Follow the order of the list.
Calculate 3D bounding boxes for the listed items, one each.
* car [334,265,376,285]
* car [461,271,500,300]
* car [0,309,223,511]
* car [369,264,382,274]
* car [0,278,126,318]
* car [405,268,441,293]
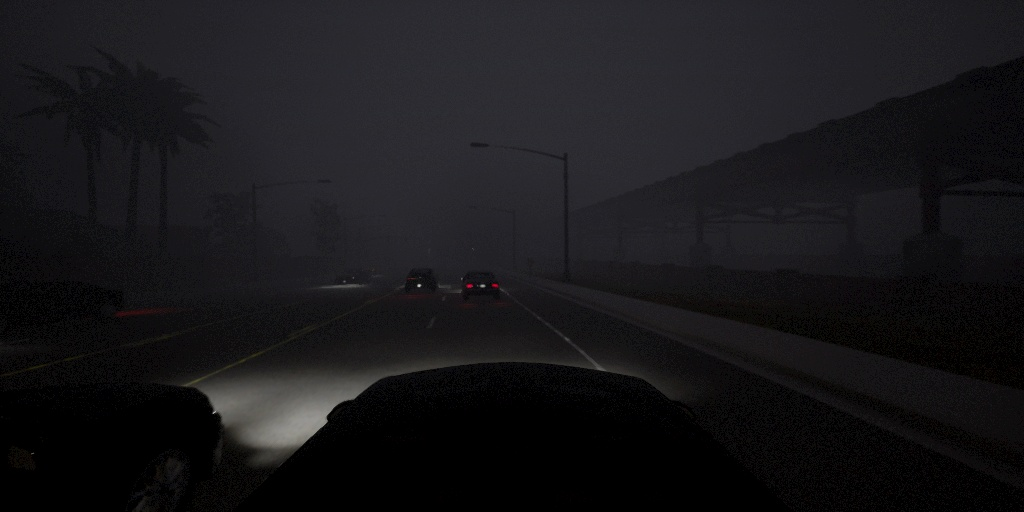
[{"bbox_3d":[-14.362,1.790,32.597,2.033,1.411,5.357,-1,-1,-8],"label":"car"},{"bbox_3d":[-1.744,1.495,19.405,2.033,1.411,5.357,-1,-1,-8],"label":"car"},{"bbox_3d":[-3.402,1.281,1.089,1.837,1.490,4.892,1,-1,0],"label":"car"},{"bbox_3d":[-20.585,1.943,52.773,1.882,1.535,5.008,-1,0,-7],"label":"car"},{"bbox_3d":[-14.970,1.497,11.065,1.882,1.535,5.008,-1,-1,-8],"label":"car"},{"bbox_3d":[-5.910,1.550,23.903,1.837,1.490,4.892,-1,-1,-8],"label":"car"}]
